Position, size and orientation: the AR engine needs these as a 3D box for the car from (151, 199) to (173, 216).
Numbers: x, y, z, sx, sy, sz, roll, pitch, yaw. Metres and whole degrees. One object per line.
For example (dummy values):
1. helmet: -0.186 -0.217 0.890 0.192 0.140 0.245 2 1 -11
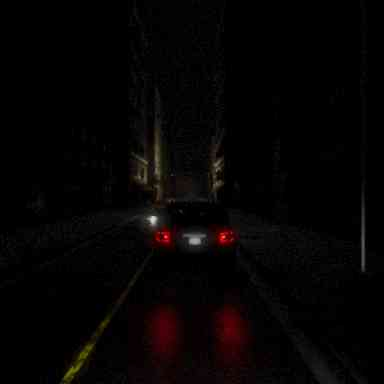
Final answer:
1. car: -3.102 1.575 34.938 1.882 1.535 5.008 0 0 0

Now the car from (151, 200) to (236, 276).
1. car: 0.066 1.256 10.614 2.150 2.045 5.566 0 0 0

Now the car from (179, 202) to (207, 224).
1. car: 0.064 1.626 26.755 2.033 1.411 5.357 0 0 0
